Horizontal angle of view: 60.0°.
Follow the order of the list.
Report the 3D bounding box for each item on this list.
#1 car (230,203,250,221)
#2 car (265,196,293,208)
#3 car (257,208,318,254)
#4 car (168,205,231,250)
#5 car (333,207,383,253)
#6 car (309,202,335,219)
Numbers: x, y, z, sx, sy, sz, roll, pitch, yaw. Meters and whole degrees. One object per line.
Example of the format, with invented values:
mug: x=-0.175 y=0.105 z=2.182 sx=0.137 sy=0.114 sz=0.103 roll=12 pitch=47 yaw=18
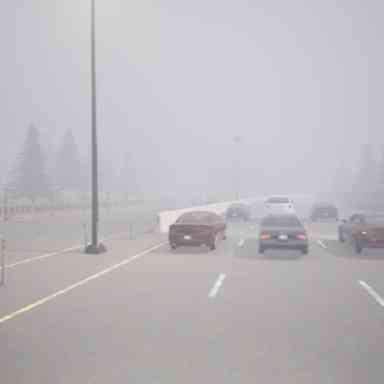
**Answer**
car: x=4.066 y=1.691 z=29.366 sx=1.812 sy=1.442 sz=4.674 roll=-1 pitch=0 yaw=15
car: x=7.353 y=1.330 z=28.141 sx=2.150 sy=2.045 sz=5.566 roll=-1 pitch=0 yaw=15
car: x=3.695 y=1.602 z=13.810 sx=2.033 sy=1.411 sz=5.357 roll=-1 pitch=0 yaw=13
car: x=0.408 y=1.585 z=15.085 sx=1.882 sy=1.535 sz=5.008 roll=-1 pitch=0 yaw=14
car: x=7.199 y=1.532 z=13.387 sx=1.812 sy=1.442 sz=4.674 roll=-1 pitch=0 yaw=14
car: x=10.860 y=1.542 z=27.680 sx=1.882 sy=1.535 sz=5.008 roll=-1 pitch=0 yaw=15
